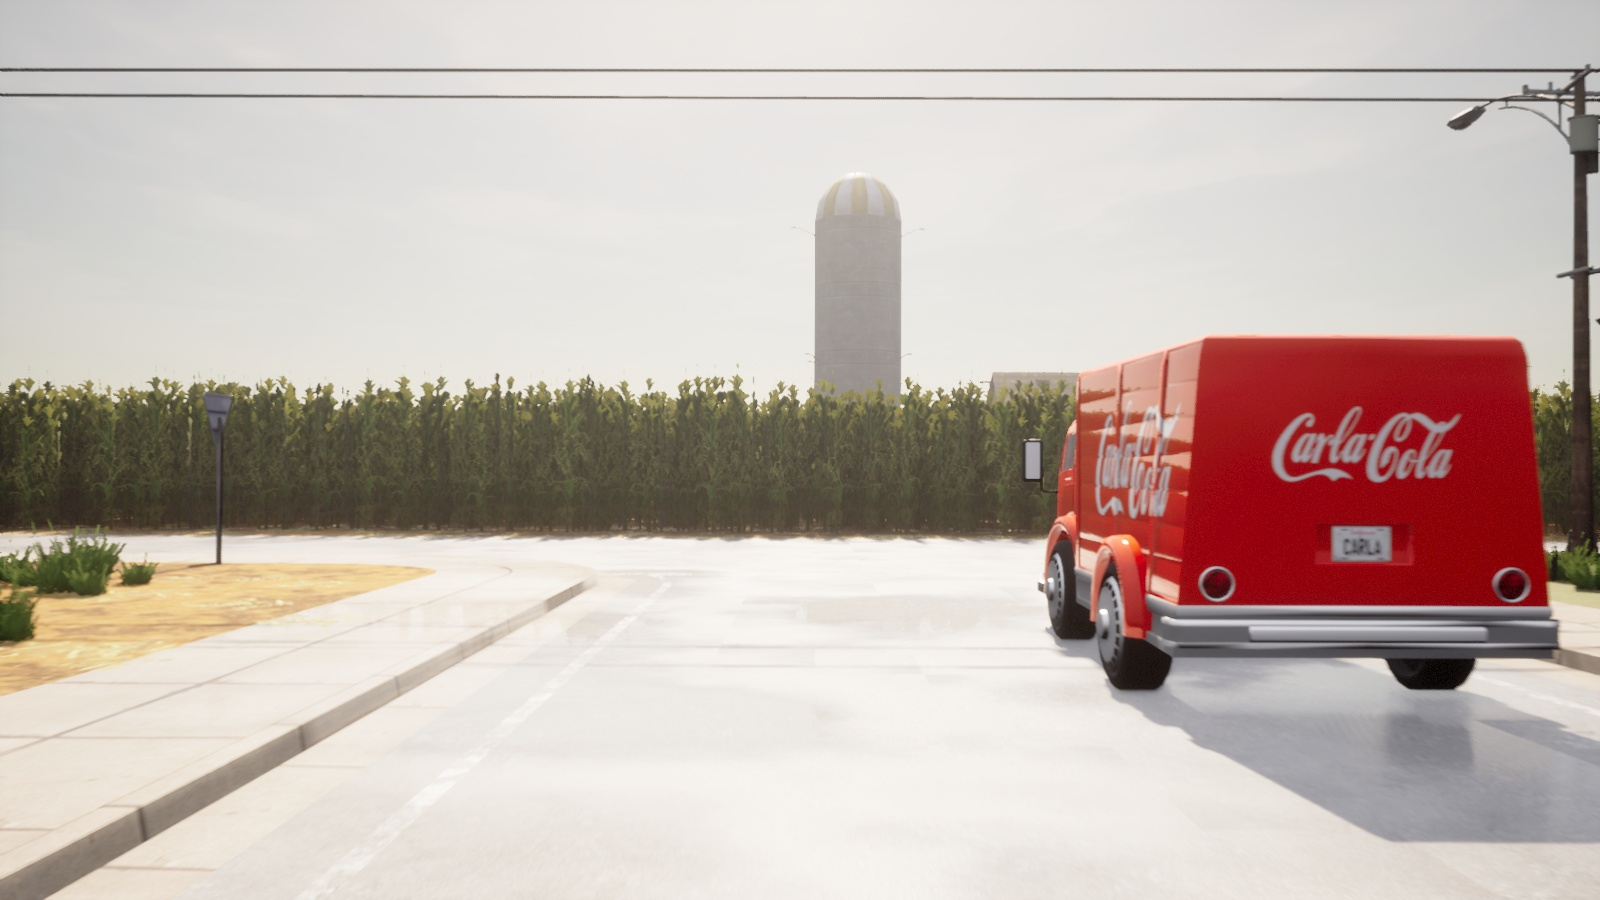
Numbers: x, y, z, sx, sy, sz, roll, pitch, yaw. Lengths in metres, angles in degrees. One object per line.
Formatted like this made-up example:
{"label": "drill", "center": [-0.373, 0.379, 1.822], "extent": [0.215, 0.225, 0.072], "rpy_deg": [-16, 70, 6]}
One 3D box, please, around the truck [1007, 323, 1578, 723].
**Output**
{"label": "truck", "center": [3.475, 0.488, 10.376], "extent": [2.627, 2.467, 5.204], "rpy_deg": [0, -1, 0]}
